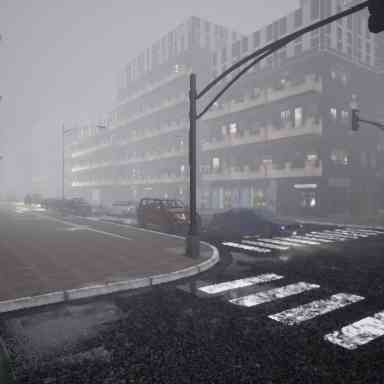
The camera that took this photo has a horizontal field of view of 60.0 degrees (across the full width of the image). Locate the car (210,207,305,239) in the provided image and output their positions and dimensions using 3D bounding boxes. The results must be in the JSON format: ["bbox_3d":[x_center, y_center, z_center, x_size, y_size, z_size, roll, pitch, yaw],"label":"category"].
[{"bbox_3d":[3.196,1.512,17.549,2.033,1.411,5.357,0,0,-36],"label":"car"}]

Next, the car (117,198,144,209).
[{"bbox_3d":[-8.012,1.466,42.955,1.802,1.307,4.206,0,0,-36],"label":"car"}]

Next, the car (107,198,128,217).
[{"bbox_3d":[-6.028,1.516,30.318,1.895,1.301,4.718,0,0,-36],"label":"car"}]

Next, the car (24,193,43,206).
[{"bbox_3d":[-24.757,1.162,51.820,2.192,1.841,5.009,0,0,-36],"label":"car"}]

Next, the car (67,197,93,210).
[{"bbox_3d":[-14.031,1.404,41.450,1.812,1.442,4.674,0,0,-36],"label":"car"}]

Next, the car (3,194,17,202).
[{"bbox_3d":[-38.027,1.412,70.186,1.802,1.307,4.206,0,0,-36],"label":"car"}]

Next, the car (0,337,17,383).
[{"bbox_3d":[-3.072,1.351,1.206,4.553,1.767,2.097,0,0,-36],"label":"car"}]

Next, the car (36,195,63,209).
[{"bbox_3d":[-18.123,1.436,42.639,1.947,1.339,4.313,0,0,-36],"label":"car"}]

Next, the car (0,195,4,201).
[{"bbox_3d":[-41.345,1.269,74.777,1.967,1.590,4.097,0,0,-36],"label":"car"}]

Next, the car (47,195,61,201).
[{"bbox_3d":[-31.233,1.379,75.093,2.008,1.369,4.403,0,0,-36],"label":"car"}]

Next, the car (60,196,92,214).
[{"bbox_3d":[-11.487,1.445,33.454,1.887,1.381,4.507,0,0,-36],"label":"car"}]

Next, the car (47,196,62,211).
[{"bbox_3d":[-14.805,1.451,38.047,1.947,1.339,4.313,0,0,-36],"label":"car"}]

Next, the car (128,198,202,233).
[{"bbox_3d":[-1.534,1.264,19.680,2.192,1.841,5.009,0,0,-36],"label":"car"}]
